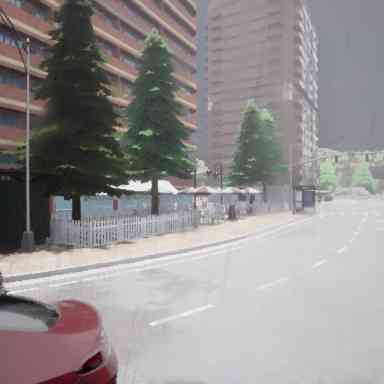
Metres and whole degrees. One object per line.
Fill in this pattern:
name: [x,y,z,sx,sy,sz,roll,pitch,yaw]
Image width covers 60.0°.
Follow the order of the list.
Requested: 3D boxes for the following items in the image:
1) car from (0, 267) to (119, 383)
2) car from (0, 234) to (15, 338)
car: [-2.813,1.526,2.172,4.674,1.442,1.812,0,0,-36]
car: [-5.087,1.564,4.867,4.181,1.385,1.994,0,0,-35]
